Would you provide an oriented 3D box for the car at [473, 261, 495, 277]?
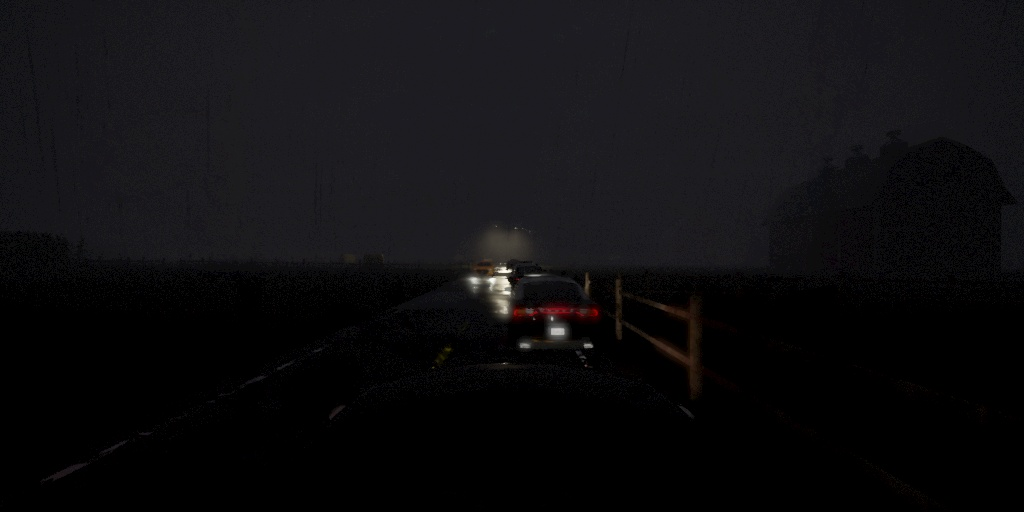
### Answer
[{"bbox_3d":[-2.660,1.223,34.915,1.882,1.535,5.008,0,0,0],"label":"car"}]

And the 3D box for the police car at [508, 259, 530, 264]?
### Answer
[{"bbox_3d":[0.886,1.173,25.123,1.930,1.638,5.238,0,0,0],"label":"police car"}]

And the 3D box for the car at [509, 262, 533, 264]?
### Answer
[{"bbox_3d":[0.868,1.253,19.012,1.837,1.490,4.892,0,0,0],"label":"car"}]

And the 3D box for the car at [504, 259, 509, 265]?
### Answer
[{"bbox_3d":[0.188,1.220,49.495,1.882,1.535,5.008,0,0,1],"label":"car"}]

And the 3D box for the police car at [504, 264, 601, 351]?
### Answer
[{"bbox_3d":[0.841,1.174,9.123,1.930,1.638,5.238,0,0,0],"label":"police car"}]
